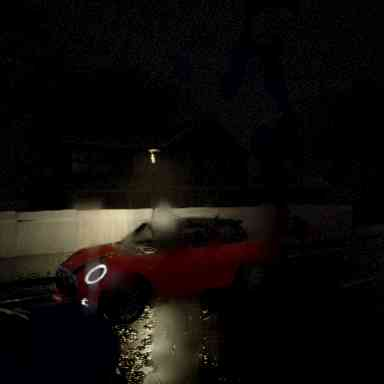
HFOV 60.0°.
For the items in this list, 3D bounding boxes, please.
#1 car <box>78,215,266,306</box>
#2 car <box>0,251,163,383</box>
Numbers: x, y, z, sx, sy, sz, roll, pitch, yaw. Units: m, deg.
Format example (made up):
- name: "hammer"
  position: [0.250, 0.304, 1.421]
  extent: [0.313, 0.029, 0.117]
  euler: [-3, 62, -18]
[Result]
- name: "car"
  position: [-0.536, 1.392, 7.294]
  extent: [4.553, 1.767, 2.097]
  euler: [1, 0, -35]
- name: "car"
  position: [-2.814, 1.462, 1.677]
  extent: [5.008, 1.535, 1.882]
  euler: [1, 0, -35]
